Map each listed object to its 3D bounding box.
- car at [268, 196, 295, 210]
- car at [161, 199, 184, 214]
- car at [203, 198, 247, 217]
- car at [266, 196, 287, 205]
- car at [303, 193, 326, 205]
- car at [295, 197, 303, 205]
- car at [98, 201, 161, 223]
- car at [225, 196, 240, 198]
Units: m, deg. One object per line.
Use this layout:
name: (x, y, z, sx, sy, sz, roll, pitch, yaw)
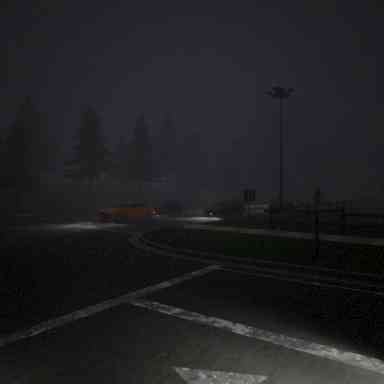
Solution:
car: (11.355, 1.527, 42.940, 1.812, 1.442, 4.674, 0, 1, 35)
car: (-2.659, 1.526, 35.167, 1.812, 1.442, 4.674, 0, 0, 35)
car: (3.196, 1.547, 31.359, 2.033, 1.411, 5.357, 0, 0, 35)
car: (15.525, 1.528, 60.894, 2.128, 1.511, 4.902, 0, 0, 35)
car: (21.234, 1.275, 56.843, 2.150, 2.045, 5.566, 0, 0, 35)
car: (18.043, 1.601, 58.403, 1.895, 1.301, 4.718, 0, 0, 35)
car: (-4.954, 1.478, 25.850, 1.882, 1.535, 5.008, 0, 0, 35)
car: (4.888, 1.564, 39.849, 1.994, 1.385, 4.181, 0, 0, 35)
